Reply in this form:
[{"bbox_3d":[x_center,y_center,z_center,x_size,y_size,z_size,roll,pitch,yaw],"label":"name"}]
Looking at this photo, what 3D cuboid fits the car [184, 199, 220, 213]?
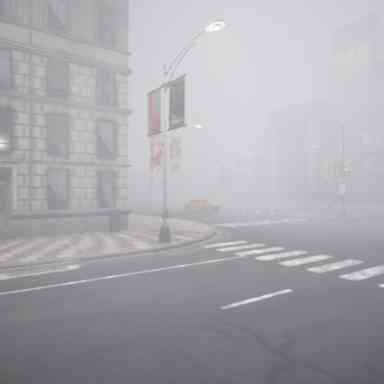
[{"bbox_3d":[1.030,1.476,36.598,1.882,1.535,5.008,0,0,-36],"label":"car"}]
